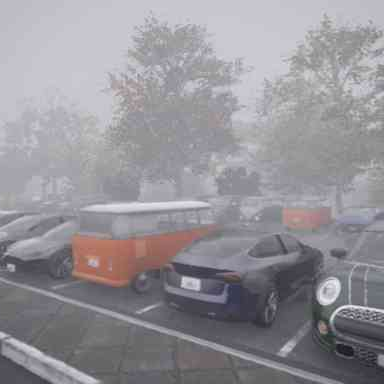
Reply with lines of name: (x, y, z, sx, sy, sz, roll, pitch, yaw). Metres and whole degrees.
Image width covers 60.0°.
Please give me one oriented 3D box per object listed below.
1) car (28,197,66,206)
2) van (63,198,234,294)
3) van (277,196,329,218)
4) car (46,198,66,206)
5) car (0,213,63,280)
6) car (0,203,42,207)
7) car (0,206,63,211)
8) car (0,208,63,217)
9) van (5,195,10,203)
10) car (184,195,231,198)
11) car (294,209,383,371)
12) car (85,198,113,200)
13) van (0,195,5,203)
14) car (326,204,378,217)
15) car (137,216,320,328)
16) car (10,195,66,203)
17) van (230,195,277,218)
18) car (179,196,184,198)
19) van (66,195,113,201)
car: (-13.452, 1.546, 33.961, 2.097, 1.535, 5.008, 0, 0, 36)
van: (-0.857, 1.264, 8.917, 1.878, 1.987, 4.442, 0, 0, 36)
van: (6.848, 1.260, 19.487, 1.878, 1.987, 4.442, 0, 0, 36)
car: (-11.202, 1.580, 32.344, 2.002, 1.452, 4.674, 0, 0, 36)
car: (-3.194, 1.526, 10.421, 2.163, 1.488, 4.792, 0, 0, 36)
car: (-10.043, 1.514, 15.163, 1.946, 1.575, 5.366, 0, 0, 36)
car: (-7.699, 1.540, 13.667, 2.163, 1.488, 4.792, 0, 0, 36)
car: (-5.446, 1.533, 12.044, 2.163, 1.488, 4.792, 0, 0, 36)
van: (-17.978, 1.334, 37.372, 1.878, 1.987, 4.442, 0, 0, 36)
car: (2.269, 1.248, 22.608, 2.435, 2.045, 5.566, 0, 0, 36)
car: (3.597, 1.354, 5.603, 2.185, 1.767, 4.553, 0, 0, 36)
car: (-6.805, 1.566, 29.183, 2.002, 1.452, 4.674, 0, 0, 36)
van: (-20.124, 1.341, 38.918, 1.878, 1.987, 4.442, 0, 0, 36)
car: (9.031, 1.479, 17.777, 2.097, 1.535, 5.008, 0, 0, 36)
car: (1.346, 1.513, 7.223, 2.163, 1.488, 4.792, 0, 0, 36)
car: (-15.815, 1.302, 35.635, 2.435, 2.045, 5.566, 0, 0, 36)
van: (4.464, 1.267, 20.917, 1.878, 1.987, 4.442, 0, 0, 36)
car: (0.021, 1.255, 24.227, 2.435, 2.045, 5.566, 0, 0, 36)
van: (-8.987, 1.307, 30.895, 1.878, 1.987, 4.442, 0, 0, 36)
